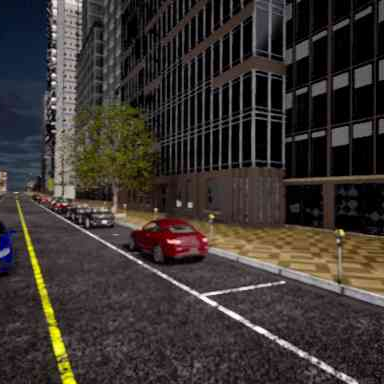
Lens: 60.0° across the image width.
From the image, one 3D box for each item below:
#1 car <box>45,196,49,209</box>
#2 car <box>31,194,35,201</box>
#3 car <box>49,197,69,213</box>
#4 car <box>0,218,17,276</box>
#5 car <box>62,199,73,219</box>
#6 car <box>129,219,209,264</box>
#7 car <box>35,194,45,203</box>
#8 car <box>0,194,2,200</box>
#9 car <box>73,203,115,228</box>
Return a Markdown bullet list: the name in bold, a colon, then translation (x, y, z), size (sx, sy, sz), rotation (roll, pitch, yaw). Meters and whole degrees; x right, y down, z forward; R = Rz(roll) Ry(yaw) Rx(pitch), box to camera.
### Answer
- **car**: translation (-16.999, 1.369, 41.979), size (1.967, 1.590, 4.097), rotation (1, 0, -28)
- **car**: translation (-35.761, 1.340, 77.133), size (1.947, 1.339, 4.313), rotation (1, 0, -28)
- **car**: translation (-14.319, 1.388, 36.957), size (1.967, 1.590, 4.097), rotation (1, 0, -28)
- **car**: translation (-6.308, 1.497, 9.858), size (1.812, 1.442, 4.674), rotation (1, 0, -28)
- **car**: translation (-8.960, 1.535, 26.913), size (2.008, 1.369, 4.403), rotation (1, 0, -28)
- **car**: translation (-0.920, 1.606, 11.847), size (1.802, 1.307, 4.206), rotation (1, 0, -28)
- **car**: translation (-27.720, 1.391, 62.068), size (1.887, 1.381, 4.507), rotation (1, 0, -28)
- **car**: translation (-40.476, 1.268, 68.171), size (1.887, 1.381, 4.507), rotation (1, 0, -28)
- **car**: translation (-6.280, 1.550, 21.891), size (2.008, 1.369, 4.403), rotation (1, 0, -28)
